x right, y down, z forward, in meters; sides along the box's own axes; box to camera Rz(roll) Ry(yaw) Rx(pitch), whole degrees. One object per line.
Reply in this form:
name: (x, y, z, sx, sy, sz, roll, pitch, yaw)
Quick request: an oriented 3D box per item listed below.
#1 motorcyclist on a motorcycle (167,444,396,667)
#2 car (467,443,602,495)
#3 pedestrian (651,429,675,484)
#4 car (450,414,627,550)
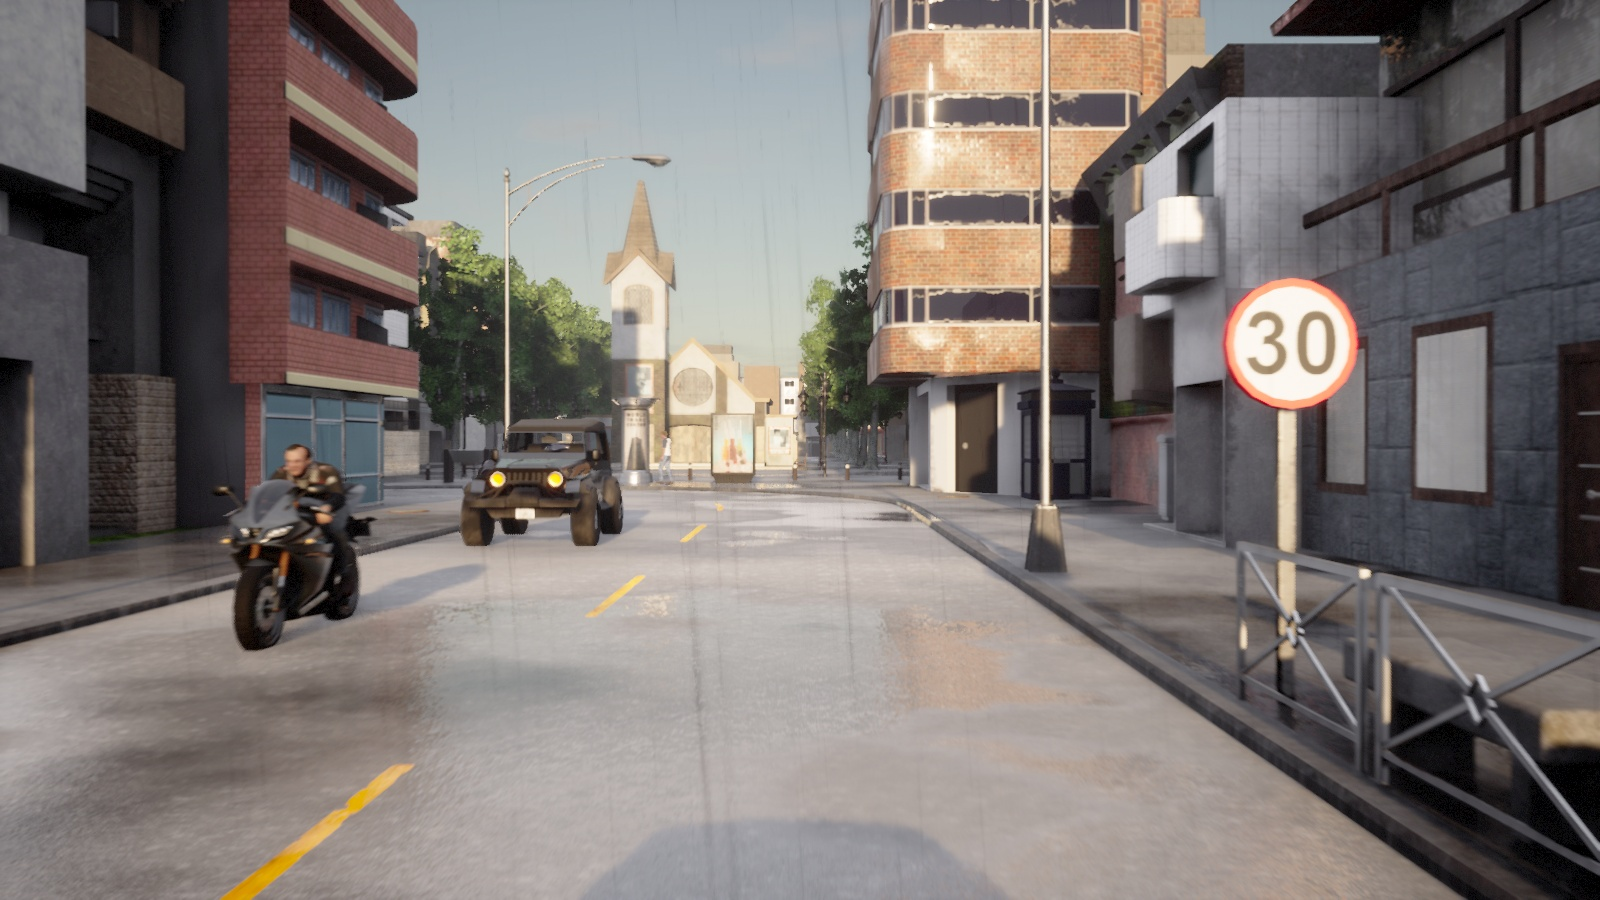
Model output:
motorcyclist on a motorcycle: (-3.931, 0.723, 9.764, 0.866, 1.530, 2.191, 0, 0, 0)
car: (-8.066, 0.541, 38.136, 3.633, 1.501, 1.845, 0, 0, 25)
pedestrian: (-4.533, 0.217, 41.694, 0.706, 1.836, 0.354, 0, 0, 19)
car: (-3.872, 0.431, 19.272, 1.905, 1.878, 3.866, 0, 0, 0)
